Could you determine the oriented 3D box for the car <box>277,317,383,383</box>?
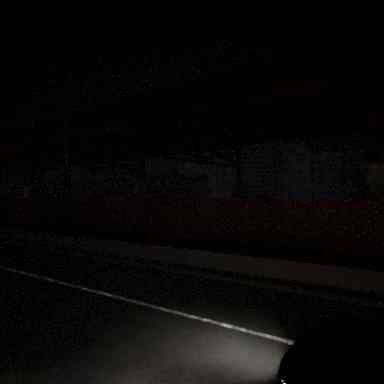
[{"bbox_3d":[2.935,1.497,1.898,4.892,1.490,1.837,0,0,36],"label":"car"}]
